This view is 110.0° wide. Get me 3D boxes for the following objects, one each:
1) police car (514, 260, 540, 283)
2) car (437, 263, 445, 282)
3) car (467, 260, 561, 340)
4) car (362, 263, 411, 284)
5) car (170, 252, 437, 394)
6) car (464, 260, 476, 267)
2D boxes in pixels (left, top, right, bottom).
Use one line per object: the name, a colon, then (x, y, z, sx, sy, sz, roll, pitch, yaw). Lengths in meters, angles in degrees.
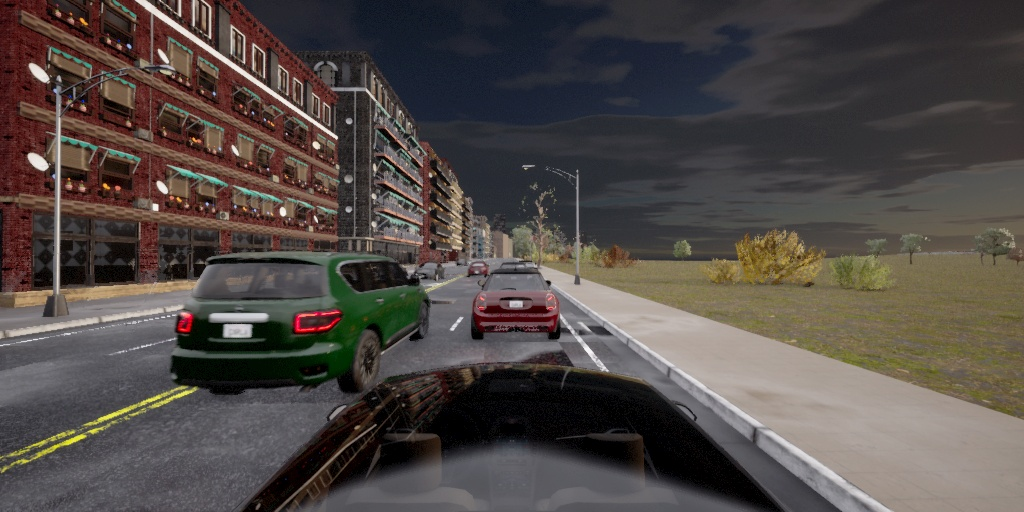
police car: (1.109, 1.179, 29.446, 1.930, 1.638, 5.238, 0, 0, 0)
car: (-6.629, 1.258, 28.977, 1.837, 1.490, 4.892, 0, 0, 0)
car: (0.083, 1.103, 10.179, 2.097, 1.767, 4.553, 0, 0, 0)
car: (-9.876, 1.301, 28.683, 2.033, 1.411, 5.357, 0, 0, 0)
car: (-3.157, 0.970, 6.804, 2.150, 2.045, 5.566, 0, 0, 0)
car: (-3.185, 1.279, 34.760, 1.812, 1.442, 4.674, 0, 0, 0)
